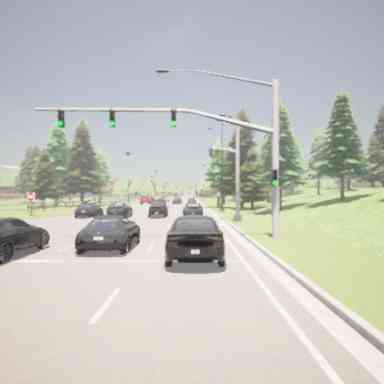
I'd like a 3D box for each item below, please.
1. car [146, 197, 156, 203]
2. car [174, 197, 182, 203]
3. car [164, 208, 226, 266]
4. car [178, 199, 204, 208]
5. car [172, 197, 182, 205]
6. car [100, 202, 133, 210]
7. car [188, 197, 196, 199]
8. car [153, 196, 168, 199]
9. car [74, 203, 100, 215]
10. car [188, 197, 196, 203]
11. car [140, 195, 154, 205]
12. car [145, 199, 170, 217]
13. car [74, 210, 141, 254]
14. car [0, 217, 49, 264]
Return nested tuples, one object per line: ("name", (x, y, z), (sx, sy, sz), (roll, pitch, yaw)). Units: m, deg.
("car", (-10.519, 1.979, 85.902), (1.882, 1.535, 5.008), (0, 0, 0))
("car", (-3.519, 1.979, 85.904), (1.882, 1.535, 5.008), (0, 0, 0))
("car", (0.097, 1.572, 11.979), (1.882, 1.535, 5.008), (0, 0, 0))
("car", (0.093, 1.738, 31.573), (2.128, 1.511, 4.902), (0, 0, 0))
("car", (-3.517, 2.105, 75.483), (2.128, 1.511, 4.902), (0, 0, 0))
("car", (-6.907, 1.742, 32.034), (2.128, 1.511, 4.902), (0, 0, 0))
("car", (-0.017, 2.136, 75.900), (1.994, 1.385, 4.181), (0, 0, 0))
("car", (-7.017, 2.080, 75.482), (1.837, 1.490, 4.892), (0, 0, 0))
("car", (-10.407, 1.828, 33.845), (1.994, 1.385, 4.181), (0, 0, 0))
("car", (-0.019, 2.026, 85.904), (1.812, 1.442, 4.674), (0, 0, 0))
("car", (-10.517, 1.805, 75.513), (2.150, 2.045, 5.566), (0, 0, 0))
("car", (-3.408, 1.775, 34.578), (1.837, 1.490, 4.892), (0, 0, 0))
("car", (-3.403, 1.675, 14.104), (1.994, 1.385, 4.181), (0, 0, 0))
("car", (-6.903, 1.620, 12.023), (1.812, 1.442, 4.674), (0, 0, 0))
